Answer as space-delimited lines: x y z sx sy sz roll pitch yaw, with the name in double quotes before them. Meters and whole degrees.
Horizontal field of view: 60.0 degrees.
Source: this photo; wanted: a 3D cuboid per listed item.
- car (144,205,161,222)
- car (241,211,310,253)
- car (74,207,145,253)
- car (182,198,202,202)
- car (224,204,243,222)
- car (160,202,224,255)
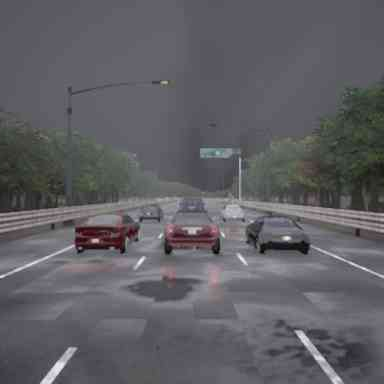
"car" -3.478 1.835 28.993 2.033 1.411 5.357 0 -1 0
"car" 3.514 1.702 14.295 1.994 1.385 4.181 0 -1 0
"car" -3.484 1.618 14.478 1.882 1.535 5.008 0 0 0
"car" 0.022 1.505 29.023 2.150 2.045 5.566 0 0 0
"car" 3.526 1.818 29.396 1.812 1.442 4.674 0 0 0
"car" 0.012 1.486 14.082 2.097 1.767 4.553 0 -1 0
